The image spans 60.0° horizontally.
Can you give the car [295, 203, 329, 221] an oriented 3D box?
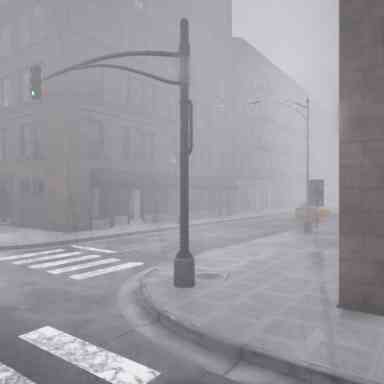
[{"bbox_3d":[10.669,1.667,29.305,1.882,1.535,5.008,0,0,35],"label":"car"}]
